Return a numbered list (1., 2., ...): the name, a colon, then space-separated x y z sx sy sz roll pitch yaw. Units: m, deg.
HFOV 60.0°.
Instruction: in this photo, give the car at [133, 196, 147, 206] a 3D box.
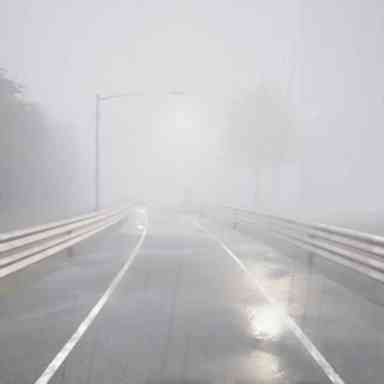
1. car: -8.538 1.453 54.580 1.812 1.442 4.674 0 0 -20
